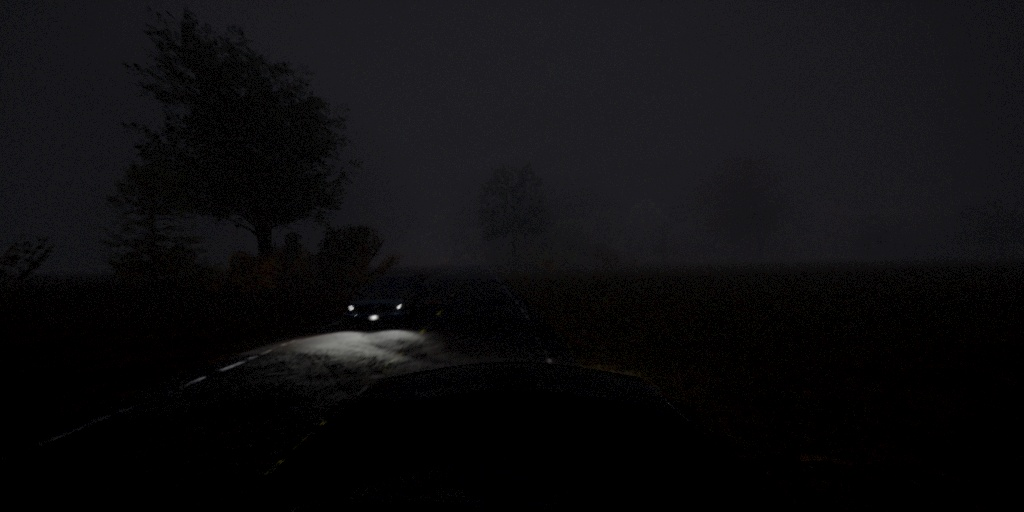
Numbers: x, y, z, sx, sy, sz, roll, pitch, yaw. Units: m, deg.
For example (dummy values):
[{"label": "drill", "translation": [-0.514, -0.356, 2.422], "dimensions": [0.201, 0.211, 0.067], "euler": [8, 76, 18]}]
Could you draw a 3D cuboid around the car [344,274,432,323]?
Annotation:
[{"label": "car", "translation": [-4.101, 1.374, 12.842], "dimensions": [2.033, 1.411, 5.357], "euler": [-1, 0, -4]}]
